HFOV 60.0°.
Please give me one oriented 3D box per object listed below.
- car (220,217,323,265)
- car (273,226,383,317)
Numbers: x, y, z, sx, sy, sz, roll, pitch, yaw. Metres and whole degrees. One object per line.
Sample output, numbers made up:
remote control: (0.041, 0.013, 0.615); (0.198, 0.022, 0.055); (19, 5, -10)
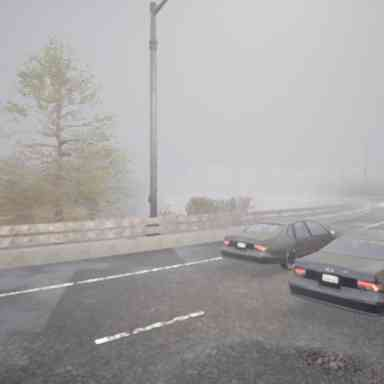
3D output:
car: (3.311, 1.564, 11.138); (5.357, 1.411, 2.033); (0, 0, -41)
car: (4.319, 1.553, 7.404); (5.357, 1.411, 2.033); (0, 0, -40)
